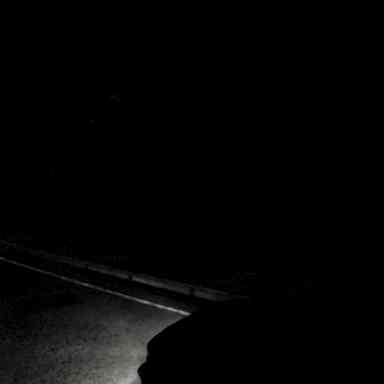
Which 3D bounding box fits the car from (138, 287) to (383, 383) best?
[{"bbox_3d":[2.052,1.554,2.571,5.357,1.411,2.033,0,0,36],"label":"car"}]
